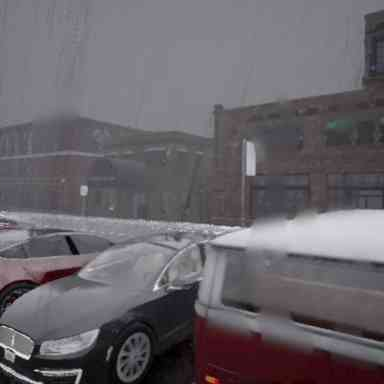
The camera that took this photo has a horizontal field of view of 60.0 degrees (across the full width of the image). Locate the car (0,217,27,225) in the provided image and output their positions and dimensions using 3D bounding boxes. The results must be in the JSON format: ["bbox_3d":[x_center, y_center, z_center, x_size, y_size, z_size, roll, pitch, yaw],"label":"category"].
[{"bbox_3d":[-5.069,1.519,8.758,2.002,1.452,4.674,0,0,35],"label":"car"}]

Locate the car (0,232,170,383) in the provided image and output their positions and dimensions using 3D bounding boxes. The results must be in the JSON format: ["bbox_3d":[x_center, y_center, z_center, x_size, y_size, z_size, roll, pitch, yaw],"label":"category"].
[{"bbox_3d":[-0.532,1.481,5.534,2.231,1.521,4.892,0,0,35],"label":"car"}]

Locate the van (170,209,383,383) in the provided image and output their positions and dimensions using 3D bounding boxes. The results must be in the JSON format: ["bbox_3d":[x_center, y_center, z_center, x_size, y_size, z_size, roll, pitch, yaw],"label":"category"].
[{"bbox_3d":[1.899,1.254,3.935,1.878,1.987,4.442,0,0,36],"label":"van"}]

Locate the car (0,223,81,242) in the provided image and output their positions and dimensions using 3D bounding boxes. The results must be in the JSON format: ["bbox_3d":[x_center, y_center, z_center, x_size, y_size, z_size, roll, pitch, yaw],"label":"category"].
[{"bbox_3d":[-2.785,1.509,7.168,2.163,1.488,4.792,0,0,35],"label":"car"}]
